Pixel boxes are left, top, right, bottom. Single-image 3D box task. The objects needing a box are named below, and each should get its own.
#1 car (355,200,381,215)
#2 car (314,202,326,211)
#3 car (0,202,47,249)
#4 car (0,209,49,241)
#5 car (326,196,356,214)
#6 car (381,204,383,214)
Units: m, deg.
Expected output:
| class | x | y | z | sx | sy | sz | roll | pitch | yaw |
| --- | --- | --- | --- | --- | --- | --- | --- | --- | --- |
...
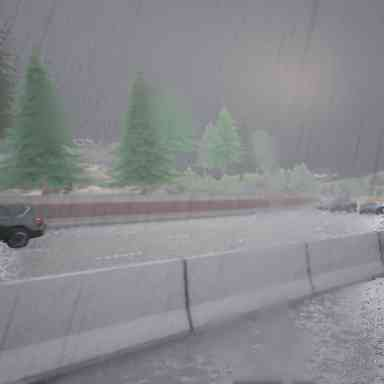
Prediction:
| class | x | y | z | sx | sy | sz | roll | pitch | yaw |
| --- | --- | --- | --- | --- | --- | --- | --- | --- | --- |
| car | 20.307 | 1.797 | 37.575 | 1.837 | 1.490 | 4.892 | -1 | -1 | 39 |
| car | 18.749 | 2.023 | 46.962 | 1.895 | 1.301 | 4.718 | -1 | -1 | 37 |
| car | -9.447 | 1.489 | 14.494 | 5.566 | 2.045 | 2.150 | 1 | -1 | -36 |
| car | -10.602 | 1.795 | 17.987 | 5.008 | 1.535 | 1.882 | 0 | -1 | -36 |
| car | 19.005 | 1.573 | 41.532 | 2.150 | 2.045 | 5.566 | -1 | -1 | 39 |
| car | 19.743 | 1.787 | 31.491 | 1.994 | 1.385 | 4.181 | -1 | -1 | 41 |
